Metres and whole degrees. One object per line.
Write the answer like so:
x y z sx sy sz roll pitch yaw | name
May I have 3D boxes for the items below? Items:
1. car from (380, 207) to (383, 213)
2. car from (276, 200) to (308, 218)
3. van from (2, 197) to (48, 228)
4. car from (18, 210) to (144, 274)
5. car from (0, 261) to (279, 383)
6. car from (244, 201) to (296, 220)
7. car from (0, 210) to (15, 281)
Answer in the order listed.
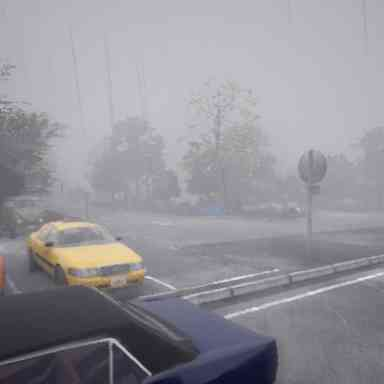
29.473 2.344 47.454 2.002 1.452 4.674 1 -1 -35 | car
9.603 1.694 33.417 2.185 1.767 4.553 1 -1 -36 | car
-9.751 1.261 19.286 1.878 1.987 4.442 0 0 -36 | van
-3.057 1.480 8.903 1.946 1.575 5.366 0 0 -36 | car
-1.568 1.602 2.566 4.718 1.301 1.895 0 0 -36 | car
7.057 1.798 31.524 2.002 1.452 4.674 1 -1 -36 | car
-5.549 1.349 7.371 2.185 1.767 4.553 0 0 -36 | car
